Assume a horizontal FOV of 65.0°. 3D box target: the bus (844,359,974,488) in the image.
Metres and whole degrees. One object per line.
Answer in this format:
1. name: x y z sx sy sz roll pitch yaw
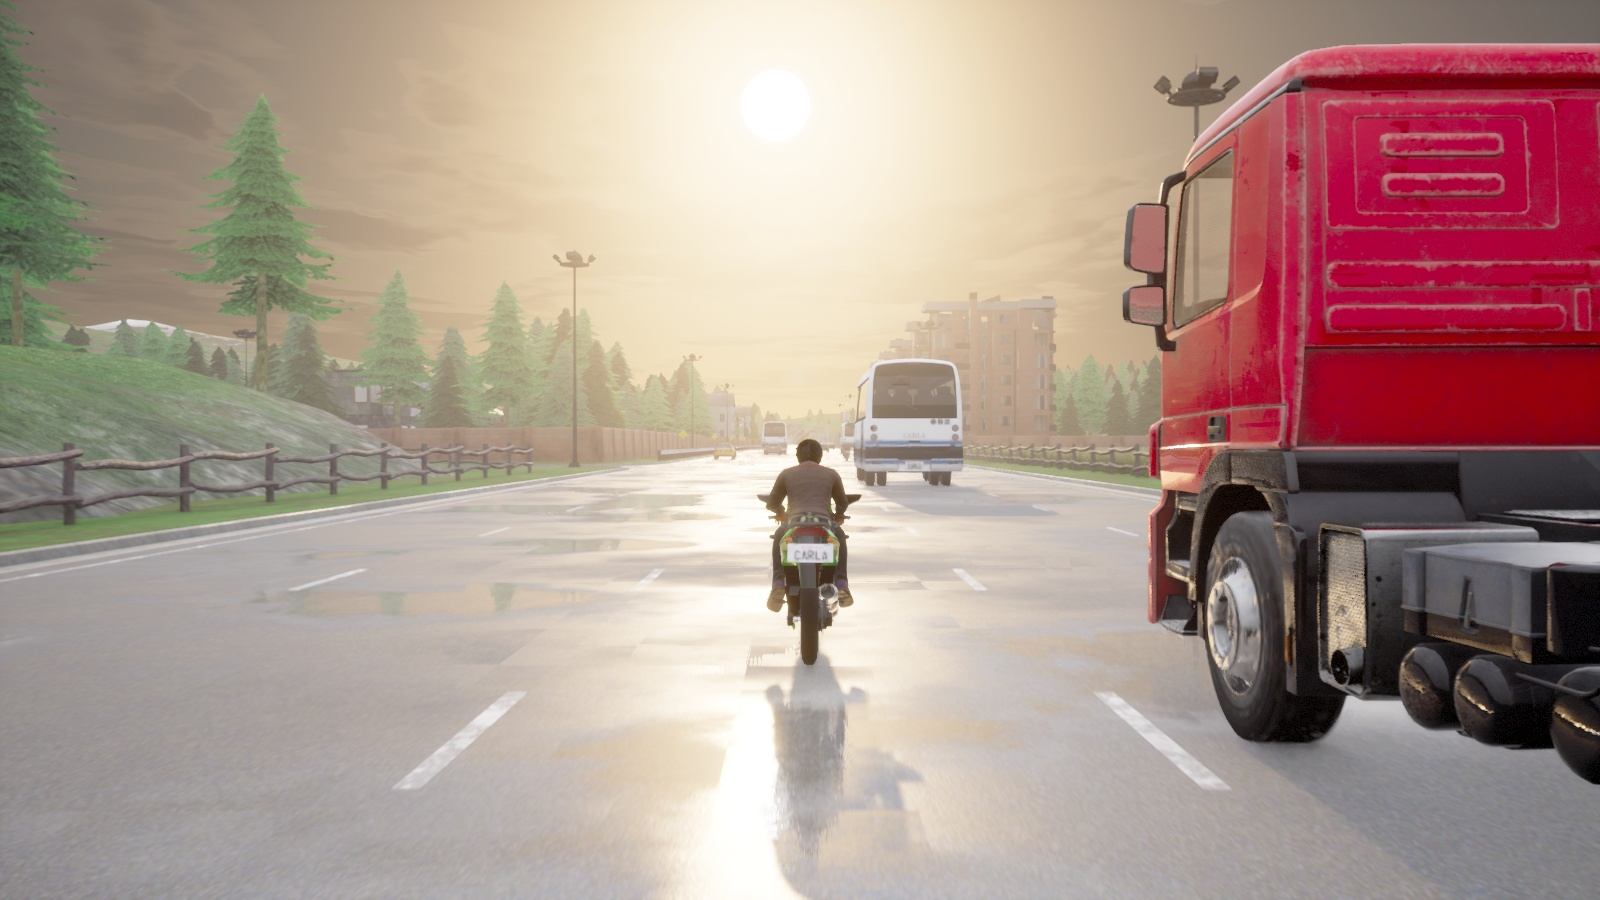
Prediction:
1. bus: 3.763 -0.897 46.539 3.944 4.253 10.273 0 0 0

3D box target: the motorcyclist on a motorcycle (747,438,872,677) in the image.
1. motorcyclist on a motorcycle: 0.067 0.676 9.027 0.797 1.523 2.044 0 0 0

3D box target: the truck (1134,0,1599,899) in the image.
1. truck: 3.539 -0.256 3.963 2.891 3.462 7.936 0 0 0
